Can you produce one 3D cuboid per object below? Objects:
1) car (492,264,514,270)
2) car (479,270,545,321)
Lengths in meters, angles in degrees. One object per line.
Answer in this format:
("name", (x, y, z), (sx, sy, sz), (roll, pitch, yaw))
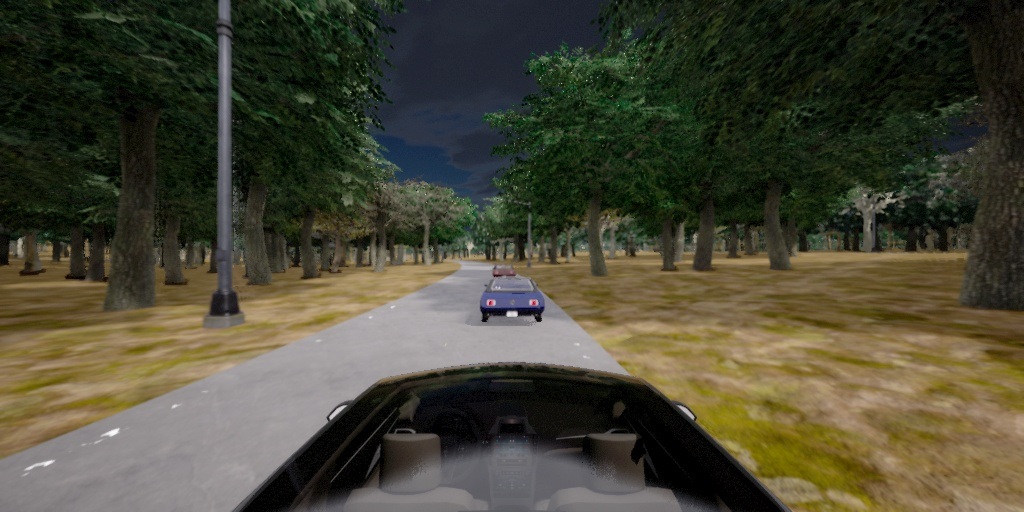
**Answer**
("car", (-0.757, 1.330, 30.252), (1.895, 1.301, 4.718), (0, 0, -3))
("car", (-0.032, 1.348, 12.340), (1.895, 1.301, 4.718), (0, 0, -1))
